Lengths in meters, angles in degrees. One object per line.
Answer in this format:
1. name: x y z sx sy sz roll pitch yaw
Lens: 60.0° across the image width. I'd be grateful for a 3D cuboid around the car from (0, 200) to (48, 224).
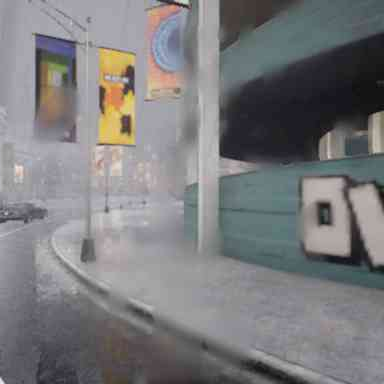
1. car: -12.372 1.485 24.434 2.033 1.411 5.357 0 0 -5
